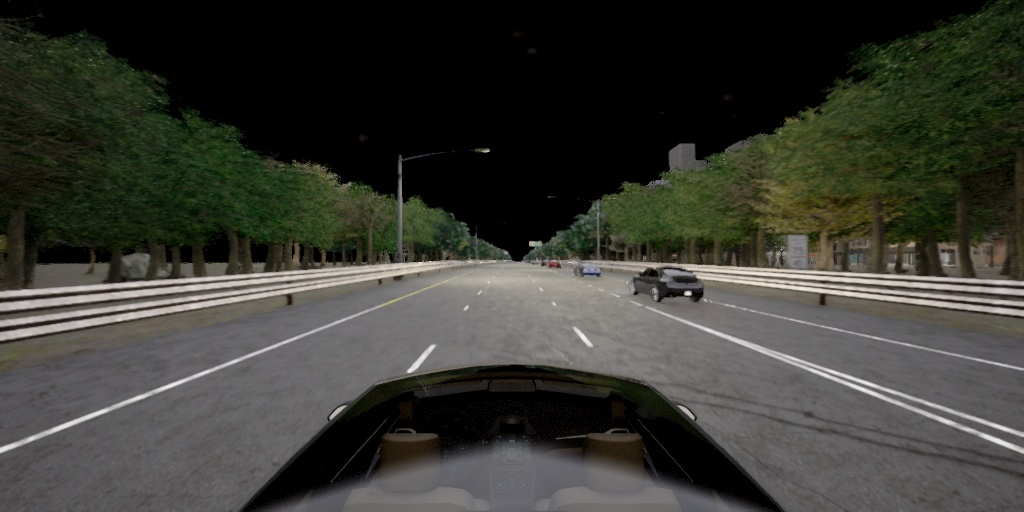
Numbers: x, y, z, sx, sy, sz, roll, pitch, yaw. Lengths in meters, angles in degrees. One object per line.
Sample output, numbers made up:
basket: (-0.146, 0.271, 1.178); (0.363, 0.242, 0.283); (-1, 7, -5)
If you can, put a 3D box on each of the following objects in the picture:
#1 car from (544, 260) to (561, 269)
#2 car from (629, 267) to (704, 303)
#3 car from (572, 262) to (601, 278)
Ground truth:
car: (7.089, 1.357, 61.039); (1.882, 1.535, 5.008); (0, -1, 0)
car: (7.021, 1.252, 16.762); (1.837, 1.490, 4.892); (0, 0, 0)
car: (7.008, 1.298, 33.885); (2.033, 1.411, 5.357); (0, 0, 0)
